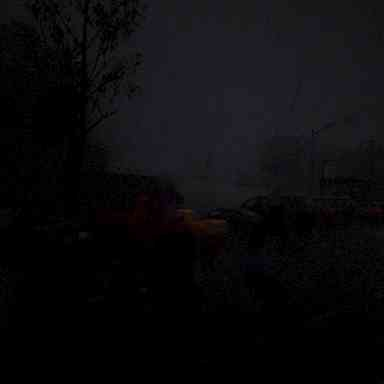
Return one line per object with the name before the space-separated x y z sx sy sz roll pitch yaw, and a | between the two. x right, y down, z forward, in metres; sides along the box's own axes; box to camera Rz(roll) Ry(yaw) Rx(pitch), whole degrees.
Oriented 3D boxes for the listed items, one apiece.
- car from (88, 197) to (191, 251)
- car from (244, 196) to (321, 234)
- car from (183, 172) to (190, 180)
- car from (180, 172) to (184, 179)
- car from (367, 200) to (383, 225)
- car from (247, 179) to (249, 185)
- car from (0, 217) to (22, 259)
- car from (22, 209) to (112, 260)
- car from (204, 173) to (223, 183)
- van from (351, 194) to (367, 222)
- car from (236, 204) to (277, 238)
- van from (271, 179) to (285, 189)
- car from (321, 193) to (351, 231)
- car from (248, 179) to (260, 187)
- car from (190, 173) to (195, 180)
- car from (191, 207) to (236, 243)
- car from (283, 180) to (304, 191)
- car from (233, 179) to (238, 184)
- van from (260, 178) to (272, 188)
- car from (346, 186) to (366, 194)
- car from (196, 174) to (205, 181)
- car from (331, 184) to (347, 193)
car | -3.154 1.247 14.298 5.566 2.045 2.435 -1 -1 35
car | 4.202 1.262 19.507 5.566 2.045 2.435 -1 -1 35
car | 0.566 -4.085 90.038 2.185 1.767 4.553 4 1 33
car | -1.205 -4.362 92.386 2.435 2.045 5.566 1 -1 34
car | 11.665 1.403 24.629 4.553 1.767 2.185 -1 -1 35
car | 12.781 -2.044 72.865 2.002 1.452 4.674 7 4 35
car | -8.020 1.493 10.808 4.892 1.521 2.231 -1 -1 35
car | -5.599 1.523 12.554 4.792 1.488 2.163 -1 -1 35
car | 5.938 -3.176 82.840 1.946 1.575 5.366 7 3 34
van | 9.255 1.296 22.880 4.442 1.987 1.878 -1 -1 35
car | 1.774 1.548 17.751 4.674 1.452 2.002 -1 -1 35
van | 17.912 -1.491 65.340 1.878 1.987 4.442 7 4 35
car | 6.716 1.267 21.211 5.566 2.045 2.435 -1 -1 35
car | 14.611 -1.812 70.544 1.946 1.575 5.366 7 3 35
car | 2.295 -3.850 87.567 2.185 1.767 4.553 6 3 34
car | -0.833 1.502 16.124 5.366 1.575 1.946 -1 -1 35
car | 19.671 -0.992 62.977 2.231 1.521 4.892 7 3 35
car | 11.040 -2.317 75.328 2.002 1.452 4.674 7 3 35
van | 16.184 -1.764 67.812 1.878 1.987 4.442 7 4 35
car | 26.568 0.136 53.116 2.002 1.452 4.674 7 3 35
car | 4.088 -3.699 85.100 2.435 2.045 5.566 7 3 34
car | 24.878 -0.426 55.589 2.435 2.045 5.566 7 3 35
